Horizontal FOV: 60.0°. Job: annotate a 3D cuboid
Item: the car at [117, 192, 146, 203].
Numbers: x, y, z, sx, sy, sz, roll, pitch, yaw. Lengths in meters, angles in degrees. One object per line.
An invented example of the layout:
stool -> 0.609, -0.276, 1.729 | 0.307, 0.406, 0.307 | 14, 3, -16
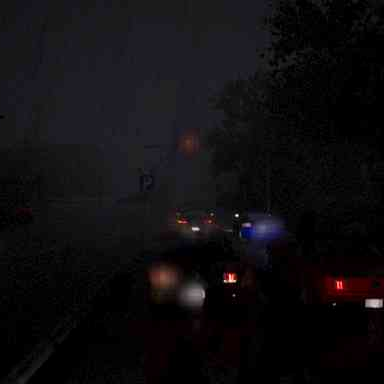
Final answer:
car -> -11.438, 1.346, 61.385 | 4.792, 1.488, 2.163 | -1, 0, -15

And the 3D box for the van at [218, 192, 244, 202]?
van -> 7.290, 1.030, 63.977 | 4.442, 1.987, 1.878 | 1, 0, -14

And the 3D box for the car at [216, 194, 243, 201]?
car -> 8.193, 1.244, 72.792 | 5.366, 1.575, 1.946 | 1, 0, -13

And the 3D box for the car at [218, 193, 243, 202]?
car -> 7.674, 1.129, 66.947 | 4.553, 1.767, 2.185 | 1, 0, -14

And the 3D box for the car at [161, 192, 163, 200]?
car -> -9.631, 1.345, 76.335 | 4.674, 1.452, 2.002 | -1, 0, -13

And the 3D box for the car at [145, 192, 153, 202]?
car -> -10.792, 1.303, 64.377 | 5.366, 1.575, 1.946 | -1, 0, -15

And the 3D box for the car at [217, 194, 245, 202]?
car -> 8.211, 1.250, 69.940 | 5.366, 1.575, 1.946 | 1, 0, -13

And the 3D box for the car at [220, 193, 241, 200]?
car -> 9.467, 1.113, 81.646 | 4.553, 1.767, 2.185 | 1, 0, -12

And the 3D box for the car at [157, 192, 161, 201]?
car -> -10.005, 1.307, 73.340 | 4.892, 1.521, 2.231 | -1, 0, -14

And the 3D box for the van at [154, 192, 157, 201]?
van -> -10.233, 1.080, 70.369 | 4.442, 1.987, 1.878 | -1, 0, -14

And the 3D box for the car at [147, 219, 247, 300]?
car -> 0.111, 1.611, 8.378 | 1.895, 1.301, 4.718 | 0, 0, 0

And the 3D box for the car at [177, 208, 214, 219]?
car -> 0.173, 1.549, 17.480 | 1.812, 1.442, 4.674 | 0, 0, 1

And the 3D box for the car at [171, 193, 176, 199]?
car -> -7.993, 1.048, 88.325 | 5.566, 2.045, 2.435 | -1, 0, -12

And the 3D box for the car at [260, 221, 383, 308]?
car -> 3.121, 1.610, 7.887 | 1.895, 1.301, 4.718 | 0, 0, 0

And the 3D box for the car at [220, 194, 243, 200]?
car -> 10.088, 1.235, 84.624 | 5.366, 1.575, 1.946 | 0, 0, -12

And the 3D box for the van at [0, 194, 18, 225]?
van -> -13.600, 1.292, 20.601 | 4.442, 1.987, 1.878 | -1, 0, -19

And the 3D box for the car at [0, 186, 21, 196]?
car -> -28.159, 0.127, 52.255 | 2.002, 1.452, 4.674 | 6, -3, -19

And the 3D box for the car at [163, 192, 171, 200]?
car -> -8.443, 1.341, 85.319 | 4.674, 1.452, 2.002 | -1, 0, -12

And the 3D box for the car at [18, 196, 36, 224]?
car -> -13.625, 1.398, 23.579 | 4.553, 1.767, 2.185 | -1, 0, -19

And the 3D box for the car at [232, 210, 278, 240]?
car -> 3.165, 1.585, 16.635 | 1.994, 1.385, 4.181 | 0, 0, 1
